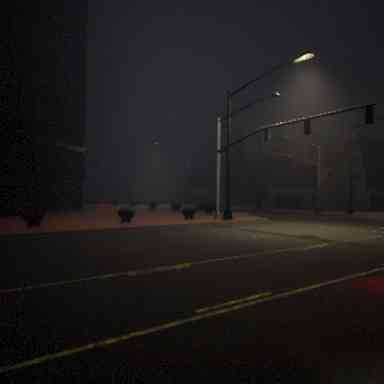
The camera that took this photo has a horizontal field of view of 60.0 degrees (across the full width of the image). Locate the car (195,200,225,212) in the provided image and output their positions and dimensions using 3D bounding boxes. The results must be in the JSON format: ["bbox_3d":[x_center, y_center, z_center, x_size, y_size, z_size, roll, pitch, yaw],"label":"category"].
[{"bbox_3d":[2.217,1.711,41.152,1.994,1.385,4.181,1,-1,-35],"label":"car"}]
